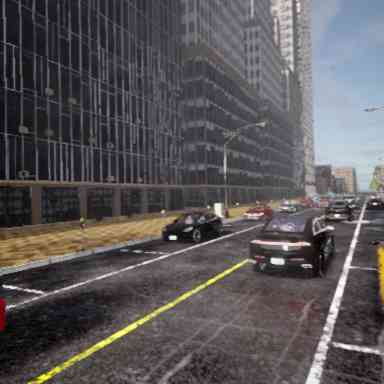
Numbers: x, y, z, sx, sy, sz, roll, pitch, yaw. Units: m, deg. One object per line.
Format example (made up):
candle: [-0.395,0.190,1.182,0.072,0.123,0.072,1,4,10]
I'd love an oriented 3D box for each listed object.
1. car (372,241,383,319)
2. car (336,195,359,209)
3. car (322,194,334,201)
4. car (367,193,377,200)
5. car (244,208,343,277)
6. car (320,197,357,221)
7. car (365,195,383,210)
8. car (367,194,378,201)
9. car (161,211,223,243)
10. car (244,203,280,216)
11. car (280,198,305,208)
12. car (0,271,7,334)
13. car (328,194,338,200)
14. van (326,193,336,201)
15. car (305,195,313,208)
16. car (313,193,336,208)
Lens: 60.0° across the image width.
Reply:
car: [4.690,1.390,6.589,1.801,1.575,5.366,-2,0,28]
car: [19.313,1.152,40.778,2.097,1.767,4.553,-2,0,28]
car: [29.575,1.181,72.159,1.967,1.590,4.097,-1,0,28]
car: [39.720,1.024,73.384,1.752,1.417,4.829,-1,0,28]
car: [3.249,1.484,10.369,2.128,1.511,4.902,-2,0,28]
car: [11.394,1.401,25.673,1.837,1.490,4.892,-2,0,28]
car: [20.924,1.310,38.061,1.947,1.339,4.313,-1,0,28]
car: [36.967,1.118,68.209,1.802,1.307,4.206,-1,0,28]
car: [0.164,1.677,16.885,1.947,1.339,4.313,-1,0,28]
car: [5.512,1.630,26.933,1.802,1.307,4.206,-1,0,28]
car: [10.860,1.533,36.984,2.008,1.369,4.403,-1,0,28]
car: [-4.496,1.349,2.639,2.150,2.045,5.566,-2,0,28]
car: [34.926,1.235,82.209,1.947,1.339,4.313,-1,0,28]
van: [32.248,1.046,77.185,1.690,1.788,3.998,-1,0,28]
car: [16.208,1.460,47.034,1.887,1.381,4.507,-1,0,28]
car: [17.991,1.207,44.681,2.097,1.767,4.553,-2,0,28]
